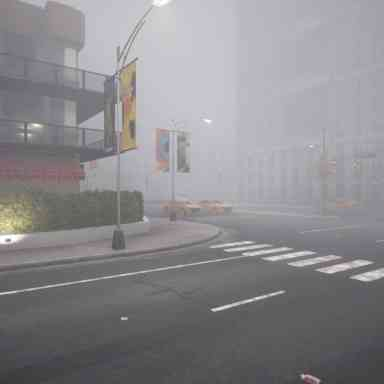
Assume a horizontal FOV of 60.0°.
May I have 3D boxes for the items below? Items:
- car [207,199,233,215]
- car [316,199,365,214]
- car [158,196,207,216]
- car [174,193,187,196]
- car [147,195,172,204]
[{"bbox_3d":[2.090,1.478,34.307,1.882,1.535,5.008,0,0,-35],"label":"car"},{"bbox_3d":[15.680,1.477,35.339,1.882,1.535,5.008,0,0,-35],"label":"car"},{"bbox_3d":[-1.037,1.478,32.669,1.882,1.535,5.008,0,0,-35],"label":"car"},{"bbox_3d":[-2.530,1.221,62.095,2.150,2.045,5.566,0,0,-20],"label":"car"},{"bbox_3d":[-6.142,1.601,59.288,4.718,1.301,1.895,0,0,42],"label":"car"}]
